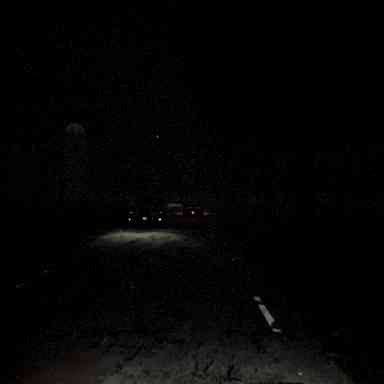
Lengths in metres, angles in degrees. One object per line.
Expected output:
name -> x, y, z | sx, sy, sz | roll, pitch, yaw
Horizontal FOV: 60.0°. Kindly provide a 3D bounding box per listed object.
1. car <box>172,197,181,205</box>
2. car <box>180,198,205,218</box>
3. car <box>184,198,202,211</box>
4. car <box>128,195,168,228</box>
car -> -2.789, 1.621, 63.322 | 1.812, 1.442, 4.674 | 0, 0, 0
car -> 0.101, 1.524, 30.860 | 1.837, 1.490, 4.892 | 0, 0, 1
car -> 0.089, 1.533, 42.132 | 2.128, 1.511, 4.902 | 0, 0, 0
car -> -2.849, 1.230, 22.686 | 2.150, 2.045, 5.566 | 0, 0, 0
